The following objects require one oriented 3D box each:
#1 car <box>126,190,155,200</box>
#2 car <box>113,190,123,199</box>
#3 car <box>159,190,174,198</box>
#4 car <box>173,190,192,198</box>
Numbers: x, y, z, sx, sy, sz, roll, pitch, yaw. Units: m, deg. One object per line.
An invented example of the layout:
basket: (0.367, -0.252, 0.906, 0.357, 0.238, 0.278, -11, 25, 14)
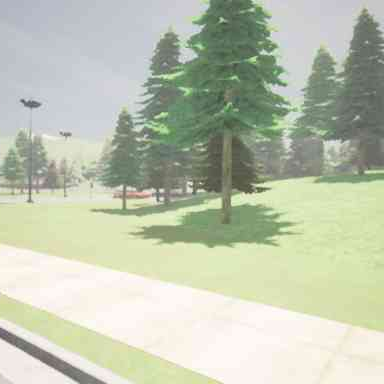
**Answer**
car: (-9.244, 0.430, 58.562, 2.097, 1.767, 4.553, 2, 1, 37)
car: (-12.071, 0.352, 60.624, 2.097, 1.767, 4.553, 2, 1, 37)
car: (-4.342, 0.349, 71.260, 2.097, 1.767, 4.553, 2, 1, 36)
car: (-1.256, 0.627, 69.560, 1.994, 1.385, 4.181, 2, 1, 36)
